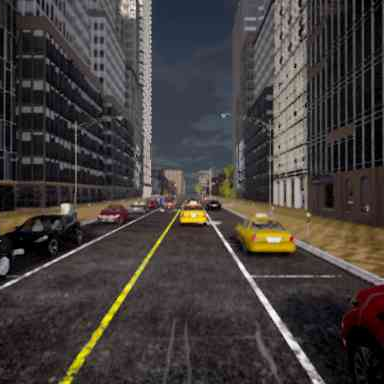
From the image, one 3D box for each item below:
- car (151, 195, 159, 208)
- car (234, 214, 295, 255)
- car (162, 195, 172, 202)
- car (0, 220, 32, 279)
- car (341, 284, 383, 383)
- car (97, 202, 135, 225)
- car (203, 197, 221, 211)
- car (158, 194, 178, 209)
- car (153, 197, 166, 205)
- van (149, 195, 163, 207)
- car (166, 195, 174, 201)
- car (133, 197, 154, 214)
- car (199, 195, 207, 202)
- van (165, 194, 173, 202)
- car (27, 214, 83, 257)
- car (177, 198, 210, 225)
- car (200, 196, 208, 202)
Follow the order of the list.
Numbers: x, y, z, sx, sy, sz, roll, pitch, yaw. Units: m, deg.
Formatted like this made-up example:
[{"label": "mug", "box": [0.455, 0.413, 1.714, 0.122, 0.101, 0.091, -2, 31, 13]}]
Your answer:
[{"label": "car", "box": [-5.697, 1.577, 47.250, 1.887, 1.381, 4.507, 0, 0, 0]}, {"label": "car", "box": [2.690, 1.538, 13.256, 1.752, 1.417, 4.829, 0, 0, 0]}, {"label": "car", "box": [-5.701, 1.477, 75.711, 1.967, 1.590, 4.097, 0, 0, 0]}, {"label": "car", "box": [-5.689, 1.559, 7.405, 2.008, 1.369, 4.403, 0, 0, 0]}, {"label": "car", "box": [2.694, 1.317, 1.703, 2.192, 1.841, 5.009, 0, 0, 0]}, {"label": "car", "box": [-5.692, 1.603, 24.480, 1.802, 1.307, 4.206, 0, 0, 0]}, {"label": "car", "box": [2.685, 1.595, 41.547, 1.947, 1.339, 4.313, 0, 0, 0]}, {"label": "car", "box": [-3.014, 1.381, 45.788, 2.097, 1.767, 4.553, 0, 0, 0]}, {"label": "car", "box": [-5.699, 1.617, 58.635, 1.802, 1.307, 4.206, 0, 0, 0]}, {"label": "van", "box": [-5.697, 1.375, 52.943, 1.690, 1.788, 3.998, 0, 0, 0]}, {"label": "car", "box": [-5.704, 1.602, 87.096, 1.947, 1.339, 4.313, 0, 0, 0]}, {"label": "car", "box": [-5.695, 1.578, 35.866, 2.008, 1.369, 4.403, 0, 0, 0]}, {"label": "car", "box": [2.678, 1.561, 81.561, 1.752, 1.417, 4.829, 0, 0, 0]}, {"label": "van", "box": [-5.702, 1.378, 81.404, 1.690, 1.788, 3.998, 0, 0, 0]}, {"label": "car", "box": [-5.690, 1.579, 13.097, 1.947, 1.339, 4.313, 0, 0, 0]}, {"label": "car", "box": [0.094, 1.480, 23.855, 1.801, 1.575, 5.366, 0, 0, 0]}, {"label": "car", "box": [2.678, 1.618, 75.698, 1.802, 1.307, 4.206, 0, 0, 0]}]
